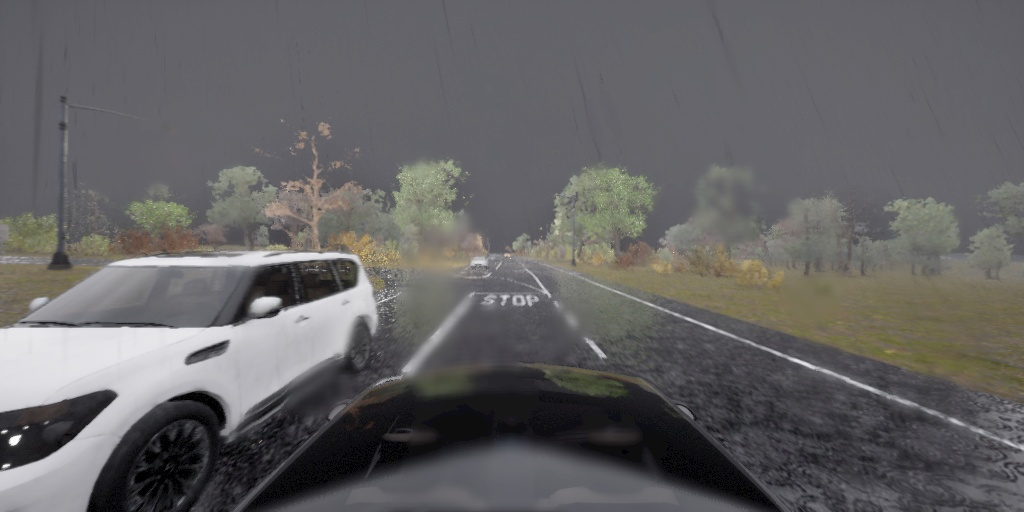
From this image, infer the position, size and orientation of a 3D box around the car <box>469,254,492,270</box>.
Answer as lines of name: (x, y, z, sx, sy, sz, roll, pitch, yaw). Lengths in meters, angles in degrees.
car: (-3.576, 0.779, 40.063, 1.812, 1.442, 4.674, 0, 0, 0)

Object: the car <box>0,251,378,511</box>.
car: (-3.511, 0.953, 4.341, 2.150, 2.045, 5.566, 0, 1, 0)
